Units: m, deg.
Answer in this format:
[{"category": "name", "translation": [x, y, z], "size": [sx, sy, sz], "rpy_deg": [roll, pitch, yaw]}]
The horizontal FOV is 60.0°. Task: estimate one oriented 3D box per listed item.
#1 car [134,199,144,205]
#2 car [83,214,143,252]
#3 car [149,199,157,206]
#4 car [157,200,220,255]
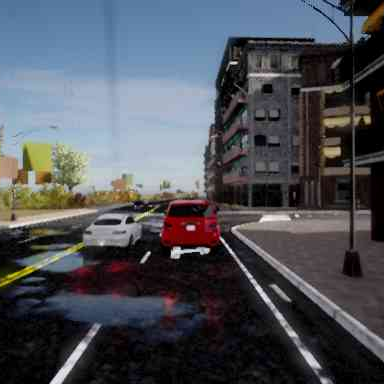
[{"category": "car", "translation": [-11.852, 2.299, 74.529], "size": [1.994, 1.385, 4.181], "rpy_deg": [0, -1, -2]}, {"category": "car", "translation": [-3.322, 1.665, 14.468], "size": [1.812, 1.442, 4.674], "rpy_deg": [0, 0, 0]}, {"category": "car", "translation": [-8.603, 2.287, 74.603], "size": [2.033, 1.411, 5.357], "rpy_deg": [0, -1, -2]}, {"category": "car", "translation": [-0.072, 1.352, 14.127], "size": [2.150, 2.045, 5.566], "rpy_deg": [0, 0, -1]}]
